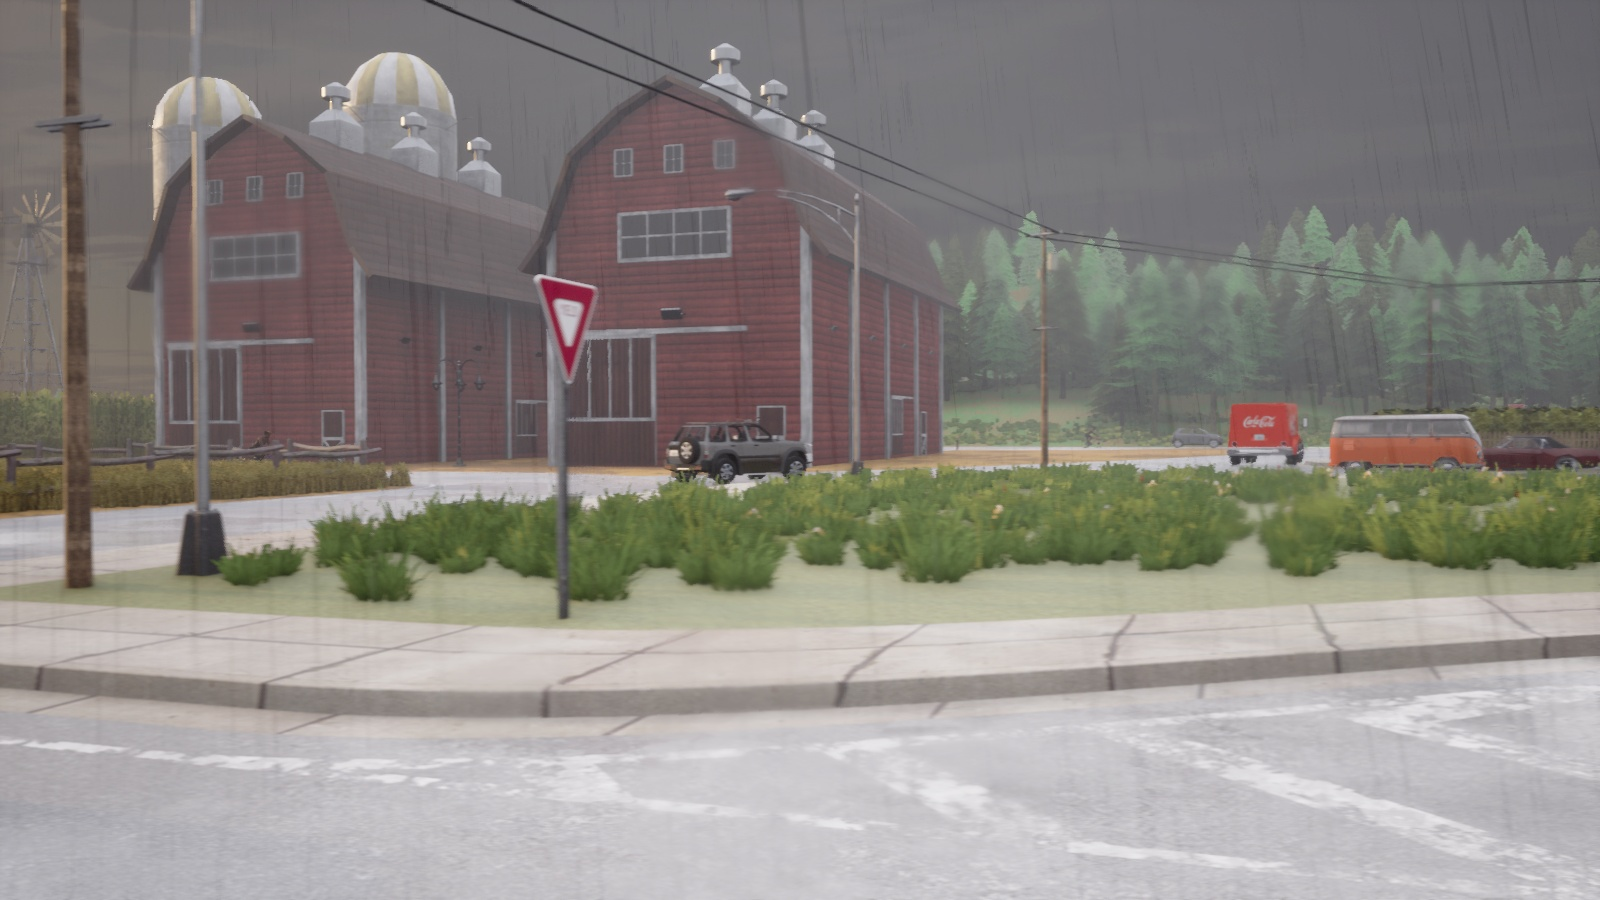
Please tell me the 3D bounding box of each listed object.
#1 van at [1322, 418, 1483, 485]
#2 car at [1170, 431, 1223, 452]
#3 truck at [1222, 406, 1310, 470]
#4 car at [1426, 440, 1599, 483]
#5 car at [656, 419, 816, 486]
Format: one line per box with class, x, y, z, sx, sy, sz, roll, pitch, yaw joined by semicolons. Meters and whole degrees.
van;18.864;0.021;39.363;4.442;1.987;1.775;0;1;28
car;28.918;-0.658;91.605;3.633;1.501;1.845;1;1;20
truck;18.931;-0.512;50.851;2.627;2.467;5.204;0;1;29
car;23.349;0.353;41.321;4.718;1.301;1.895;1;1;19
car;-1.830;0.021;37.018;1.932;1.855;4.605;1;2;44
